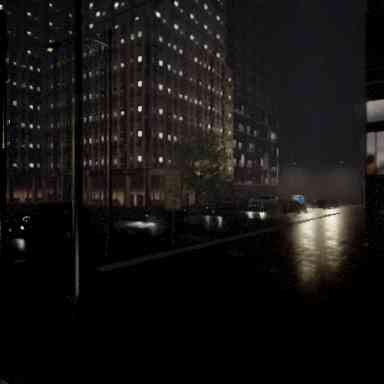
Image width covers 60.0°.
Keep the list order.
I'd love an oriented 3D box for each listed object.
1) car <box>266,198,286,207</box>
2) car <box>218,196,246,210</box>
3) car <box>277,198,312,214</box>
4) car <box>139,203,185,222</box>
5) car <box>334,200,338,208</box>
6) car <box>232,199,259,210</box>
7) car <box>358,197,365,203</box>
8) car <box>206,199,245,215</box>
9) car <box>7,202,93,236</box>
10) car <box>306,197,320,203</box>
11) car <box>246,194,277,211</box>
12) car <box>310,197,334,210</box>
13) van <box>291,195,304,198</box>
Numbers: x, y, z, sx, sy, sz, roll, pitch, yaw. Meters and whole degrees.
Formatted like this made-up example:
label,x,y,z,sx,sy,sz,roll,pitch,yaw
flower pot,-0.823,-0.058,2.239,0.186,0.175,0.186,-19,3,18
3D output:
label,x,y,z,sx,sy,sz,roll,pitch,yaw
car,13.876,1.741,54.846,1.802,1.307,4.206,0,0,35
car,4.181,1.421,40.773,2.192,1.841,5.009,0,0,35
car,11.179,1.630,36.158,1.752,1.417,4.829,0,0,35
car,-2.301,1.610,26.791,1.994,1.385,4.181,0,0,34
car,20.777,1.708,50.093,2.008,1.369,4.403,0,0,35
car,7.413,1.691,45.463,1.947,1.339,4.313,0,0,35
car,40.168,1.801,78.246,1.947,1.339,4.313,0,0,35
car,3.368,1.687,35.010,1.895,1.301,4.718,0,0,35
car,-7.903,1.356,18.642,2.097,1.767,4.553,0,0,35
car,26.803,1.761,73.616,1.887,1.381,4.507,0,0,35
car,9.416,1.344,43.715,2.150,2.045,5.566,0,0,35
car,17.546,1.707,45.402,1.947,1.339,4.313,0,0,35
van,20.340,1.531,64.234,1.690,1.788,3.998,0,0,35
